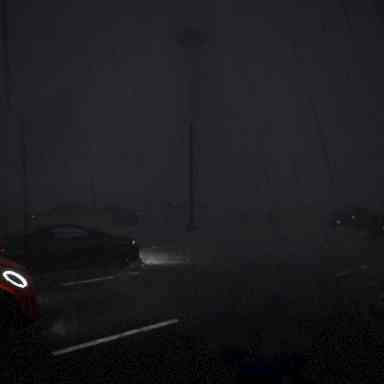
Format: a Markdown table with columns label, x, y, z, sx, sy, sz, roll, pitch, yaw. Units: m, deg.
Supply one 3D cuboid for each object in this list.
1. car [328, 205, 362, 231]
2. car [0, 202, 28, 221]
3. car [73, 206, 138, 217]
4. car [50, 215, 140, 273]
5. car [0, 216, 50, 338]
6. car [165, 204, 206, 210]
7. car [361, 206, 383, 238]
| label | x | y | z | sx | sy | sz | roll | pitch | yaw |
| --- | --- | --- | --- | --- | --- | --- | --- | --- | --- |
| car | 10.458 | 1.593 | 21.344 | 4.674 | 1.442 | 1.812 | 0 | 0 | -41 |
| car | -16.373 | 1.594 | 26.763 | 5.357 | 1.411 | 2.033 | 0 | 0 | -37 |
| car | -5.578 | 1.612 | 21.835 | 4.181 | 1.385 | 1.994 | 0 | 0 | -38 |
| car | -3.685 | 1.584 | 9.862 | 4.181 | 1.385 | 1.994 | 0 | 0 | -37 |
| car | -4.736 | 1.358 | 4.770 | 4.553 | 1.767 | 2.097 | 0 | 0 | -35 |
| car | -0.618 | 1.400 | 34.932 | 4.718 | 1.301 | 1.895 | 0 | 0 | -42 |
| car | 10.805 | 1.534 | 17.005 | 5.008 | 1.535 | 1.882 | 0 | 0 | -41 |
